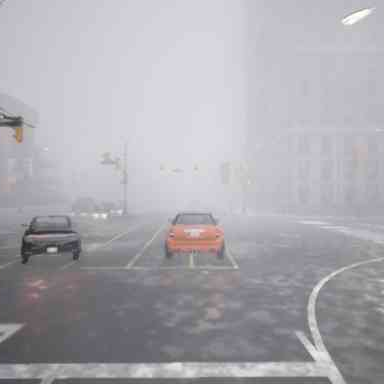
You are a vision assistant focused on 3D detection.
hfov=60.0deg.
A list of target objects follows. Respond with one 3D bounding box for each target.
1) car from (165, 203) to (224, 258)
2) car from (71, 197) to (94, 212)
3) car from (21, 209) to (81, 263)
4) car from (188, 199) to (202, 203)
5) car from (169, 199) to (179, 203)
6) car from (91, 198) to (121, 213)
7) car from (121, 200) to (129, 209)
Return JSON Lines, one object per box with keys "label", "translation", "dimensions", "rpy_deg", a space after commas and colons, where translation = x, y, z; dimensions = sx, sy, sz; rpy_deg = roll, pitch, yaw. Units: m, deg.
{"label": "car", "translation": [0.095, 1.499, 13.518], "dimensions": [2.097, 1.767, 4.553], "rpy_deg": [0, -1, 0]}
{"label": "car", "translation": [-15.019, 1.721, 46.581], "dimensions": [2.150, 2.045, 5.566], "rpy_deg": [0, -1, 0]}
{"label": "car", "translation": [-5.401, 1.629, 12.708], "dimensions": [2.128, 1.511, 4.902], "rpy_deg": [1, -1, -24]}
{"label": "car", "translation": [0.638, 2.230, 71.240], "dimensions": [1.994, 1.385, 4.181], "rpy_deg": [0, -1, 20]}
{"label": "car", "translation": [-3.932, 2.120, 71.211], "dimensions": [2.033, 1.411, 5.357], "rpy_deg": [0, -1, -8]}
{"label": "car", "translation": [-11.540, 1.974, 44.914], "dimensions": [2.128, 1.511, 4.902], "rpy_deg": [0, -1, 0]}
{"label": "car", "translation": [-11.539, 2.075, 54.345], "dimensions": [2.128, 1.511, 4.902], "rpy_deg": [0, -1, 0]}
